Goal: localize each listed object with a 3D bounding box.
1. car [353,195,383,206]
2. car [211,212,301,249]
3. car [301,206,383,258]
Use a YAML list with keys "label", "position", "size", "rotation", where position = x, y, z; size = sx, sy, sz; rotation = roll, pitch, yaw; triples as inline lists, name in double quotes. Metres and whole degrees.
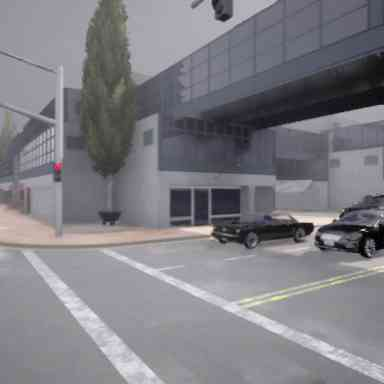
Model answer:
- label: "car"
  position: [11.245, 1.201, 19.948]
  size: [5.566, 2.045, 2.150]
  rotation: [0, 0, -34]
- label: "car"
  position: [3.136, 1.577, 14.506]
  size: [4.718, 1.301, 1.895]
  rotation: [0, 0, -34]
- label: "car"
  position: [6.743, 1.478, 12.697]
  size: [4.902, 1.511, 2.128]
  rotation: [0, 0, -33]
